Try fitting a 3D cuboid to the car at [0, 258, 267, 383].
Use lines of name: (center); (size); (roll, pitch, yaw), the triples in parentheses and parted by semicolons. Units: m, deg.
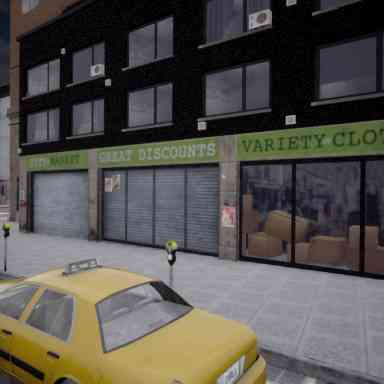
car: (-1.540, 1.524, 4.190); (4.829, 1.417, 1.752); (0, 1, 36)
